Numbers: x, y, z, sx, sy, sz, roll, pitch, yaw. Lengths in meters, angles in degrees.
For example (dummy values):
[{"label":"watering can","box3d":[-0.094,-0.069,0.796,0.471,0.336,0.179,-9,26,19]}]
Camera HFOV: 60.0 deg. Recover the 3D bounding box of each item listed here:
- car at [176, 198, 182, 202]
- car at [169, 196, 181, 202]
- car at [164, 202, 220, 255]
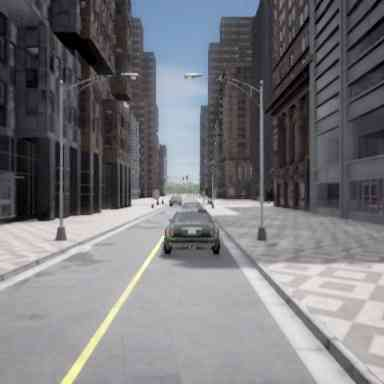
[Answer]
[{"label":"car","box3d":[-0.003,1.622,29.073,2.097,1.767,4.553,0,-1,0]},{"label":"car","box3d":[-3.015,1.756,62.707,2.150,2.045,5.566,0,-1,0]},{"label":"car","box3d":[0.001,1.482,14.068,2.097,1.767,4.553,0,-1,0]}]
